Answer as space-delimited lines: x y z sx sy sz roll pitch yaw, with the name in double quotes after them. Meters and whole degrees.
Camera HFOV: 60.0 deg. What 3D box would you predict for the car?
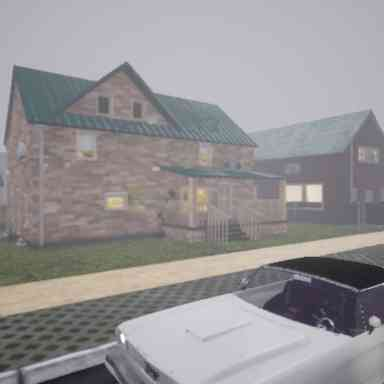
1.444 1.595 4.105 4.718 1.301 1.895 0 0 -36 "car"
